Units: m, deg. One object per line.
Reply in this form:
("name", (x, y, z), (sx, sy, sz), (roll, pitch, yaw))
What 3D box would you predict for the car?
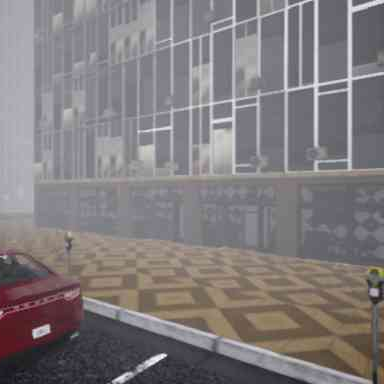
("car", (-3.627, 1.539, 5.306), (4.507, 1.381, 1.887), (0, 0, 35))
